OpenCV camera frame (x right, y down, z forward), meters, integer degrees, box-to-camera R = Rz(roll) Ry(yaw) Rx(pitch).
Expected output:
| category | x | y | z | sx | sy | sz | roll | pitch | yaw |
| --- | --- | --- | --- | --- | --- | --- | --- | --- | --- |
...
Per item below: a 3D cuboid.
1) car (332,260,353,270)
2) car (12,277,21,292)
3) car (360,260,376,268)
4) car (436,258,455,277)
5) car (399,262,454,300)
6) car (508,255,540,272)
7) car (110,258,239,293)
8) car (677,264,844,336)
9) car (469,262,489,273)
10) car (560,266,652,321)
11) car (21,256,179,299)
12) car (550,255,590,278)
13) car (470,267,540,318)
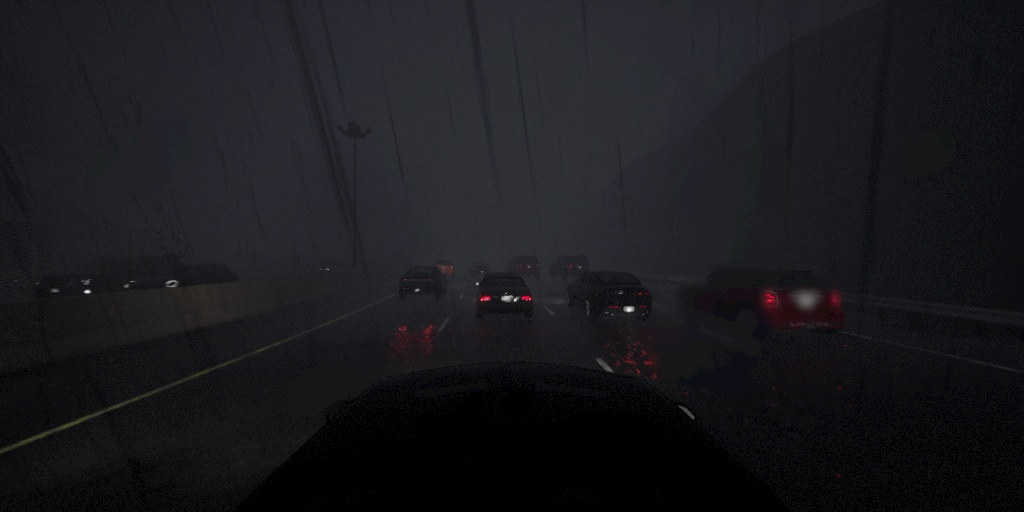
| category | x | y | z | sx | sy | sz | roll | pitch | yaw |
| --- | --- | --- | --- | --- | --- | --- | --- | --- | --- |
| car | -26.133 | 1.410 | 55.982 | 1.895 | 1.301 | 4.718 | 0 | 0 | -14 |
| car | -25.935 | 1.301 | 21.203 | 2.128 | 1.511 | 4.902 | 0 | 0 | -8 |
| car | -22.748 | 1.349 | 56.874 | 2.033 | 1.411 | 5.357 | 0 | 0 | -14 |
| car | -6.827 | 1.118 | 35.781 | 2.097 | 1.767 | 4.553 | 0 | 0 | -11 |
| car | -4.261 | 1.251 | 17.738 | 2.128 | 1.511 | 4.902 | 0 | 0 | -5 |
| car | 0.969 | 0.969 | 32.091 | 2.150 | 2.045 | 5.566 | 0 | 0 | -9 |
| car | -14.884 | 1.136 | 16.465 | 2.097 | 1.767 | 4.553 | 0 | 0 | -5 |
| car | 6.766 | 1.087 | 10.479 | 2.097 | 1.767 | 4.553 | 0 | 0 | -2 |
| car | -3.172 | 1.283 | 35.394 | 1.812 | 1.442 | 4.674 | 0 | 0 | -10 |
| car | 3.155 | 1.248 | 12.501 | 1.837 | 1.490 | 4.892 | 0 | 0 | -3 |
| car | -18.413 | 1.012 | 16.986 | 2.150 | 2.045 | 5.566 | 0 | 0 | -6 |
| car | 4.816 | 0.961 | 30.175 | 2.150 | 2.045 | 5.566 | 0 | 0 | -9 |
| car | -0.340 | 1.298 | 13.012 | 2.033 | 1.411 | 5.357 | 0 | 0 | -4 |
